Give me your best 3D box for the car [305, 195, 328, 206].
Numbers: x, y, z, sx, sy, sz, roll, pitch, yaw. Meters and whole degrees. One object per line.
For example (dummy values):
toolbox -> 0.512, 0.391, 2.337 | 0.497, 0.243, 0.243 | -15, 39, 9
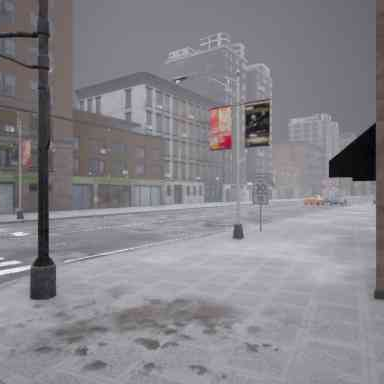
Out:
car -> 19.300, 1.181, 52.250 | 2.097, 1.767, 4.553 | 0, 0, 35

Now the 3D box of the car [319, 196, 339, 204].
car -> 24.889, 1.373, 60.272 | 2.033, 1.411, 5.357 | 0, 0, 37

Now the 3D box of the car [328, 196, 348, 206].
car -> 22.728, 1.376, 51.466 | 2.033, 1.411, 5.357 | 0, 0, 34
